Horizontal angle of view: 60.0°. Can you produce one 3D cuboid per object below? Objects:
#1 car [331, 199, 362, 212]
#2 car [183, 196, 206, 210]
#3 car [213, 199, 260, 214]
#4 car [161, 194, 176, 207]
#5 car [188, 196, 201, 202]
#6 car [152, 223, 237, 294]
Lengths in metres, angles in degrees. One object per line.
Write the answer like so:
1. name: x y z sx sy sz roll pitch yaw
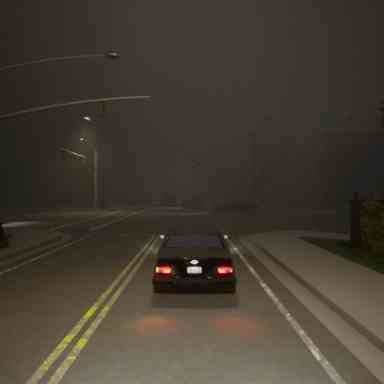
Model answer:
1. car: 19.160 1.547 38.852 5.357 1.411 2.033 0 0 -1
2. car: 0.279 1.580 44.097 1.812 1.442 4.674 -1 1 -23
3. car: 4.656 1.532 35.196 4.902 1.511 2.128 0 0 -1
4. car: -3.720 1.281 53.970 2.150 2.045 5.566 0 0 0
5. car: 0.555 1.613 78.967 2.033 1.411 5.357 0 0 12
6. car: 0.053 1.557 8.936 2.033 1.411 5.357 0 0 0
